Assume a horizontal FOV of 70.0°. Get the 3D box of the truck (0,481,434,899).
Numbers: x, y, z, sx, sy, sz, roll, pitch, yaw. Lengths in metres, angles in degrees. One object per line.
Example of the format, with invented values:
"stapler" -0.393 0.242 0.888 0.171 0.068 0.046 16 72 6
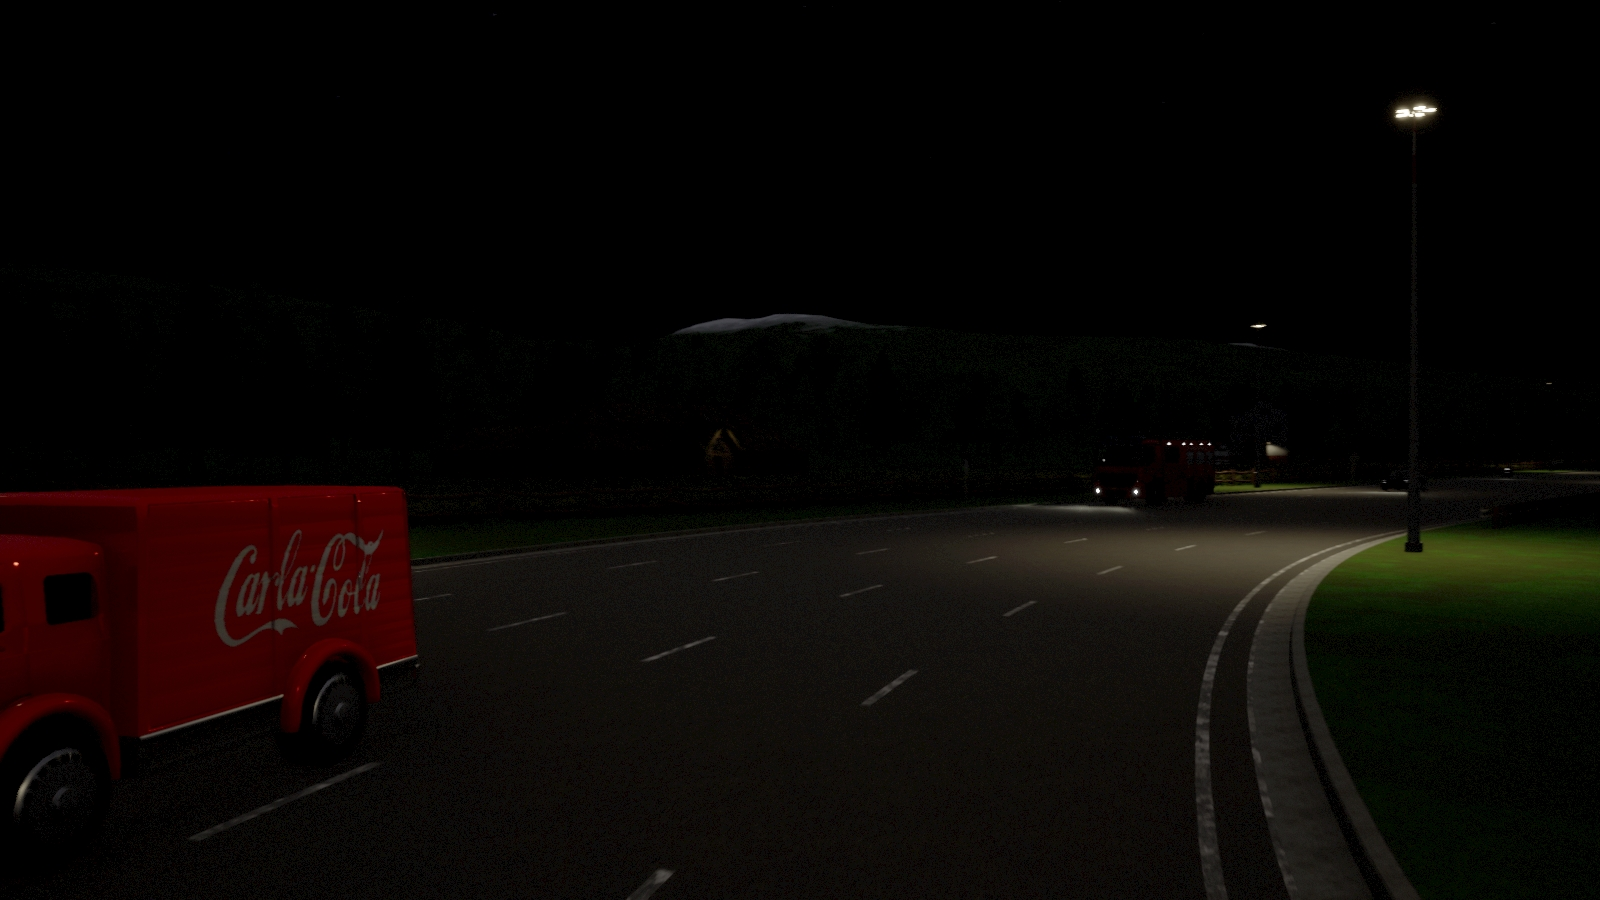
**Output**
"truck" -5.581 1.559 9.257 2.627 2.467 5.204 0 0 14
